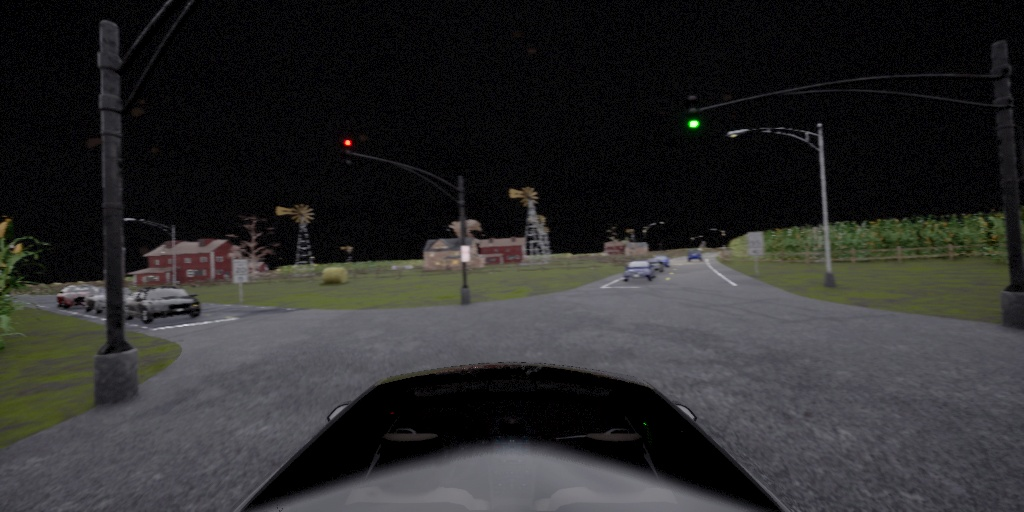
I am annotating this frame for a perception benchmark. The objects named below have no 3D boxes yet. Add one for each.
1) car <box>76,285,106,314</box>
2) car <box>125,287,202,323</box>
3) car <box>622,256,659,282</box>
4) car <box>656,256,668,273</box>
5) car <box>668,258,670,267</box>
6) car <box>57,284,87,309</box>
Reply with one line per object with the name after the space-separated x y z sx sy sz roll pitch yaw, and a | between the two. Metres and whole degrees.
-25.080 2.715 22.492 4.902 1.511 2.128 -3 -1 33 | car
-16.702 2.245 17.112 4.892 1.490 1.837 -3 -1 32 | car
9.422 1.036 26.410 1.812 1.442 4.674 -3 -1 26 | car
13.848 0.931 35.400 1.994 1.385 4.181 -3 -1 28 | car
18.514 0.689 44.644 1.882 1.535 5.008 -3 -1 27 | car
-33.511 3.060 27.930 4.553 1.767 2.097 -3 -2 33 | car
